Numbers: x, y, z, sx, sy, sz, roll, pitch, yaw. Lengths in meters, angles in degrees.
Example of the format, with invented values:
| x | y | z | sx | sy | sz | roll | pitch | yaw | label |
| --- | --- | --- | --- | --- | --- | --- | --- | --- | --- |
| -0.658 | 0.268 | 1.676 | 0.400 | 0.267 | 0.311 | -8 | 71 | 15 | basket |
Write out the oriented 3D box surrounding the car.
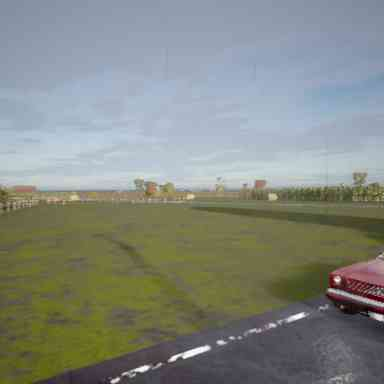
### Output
| x | y | z | sx | sy | sz | roll | pitch | yaw | label |
| --- | --- | --- | --- | --- | --- | --- | --- | --- | --- |
| 4.650 | 1.590 | 6.325 | 4.718 | 1.301 | 1.895 | 0 | 0 | -35 | car |
